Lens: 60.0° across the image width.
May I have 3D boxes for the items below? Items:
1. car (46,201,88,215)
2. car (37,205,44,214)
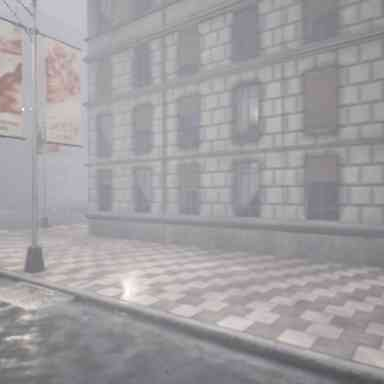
[{"bbox_3d":[-12.768,1.694,36.208,2.128,1.511,4.902,0,0,37],"label":"car"},{"bbox_3d":[-15.528,1.773,38.396,2.033,1.411,5.357,0,0,36],"label":"car"}]
